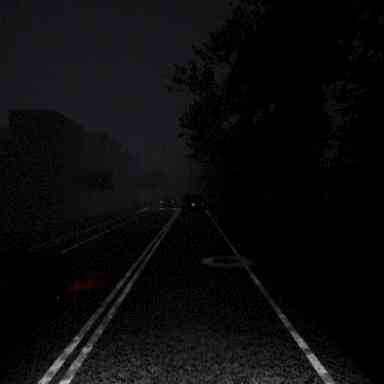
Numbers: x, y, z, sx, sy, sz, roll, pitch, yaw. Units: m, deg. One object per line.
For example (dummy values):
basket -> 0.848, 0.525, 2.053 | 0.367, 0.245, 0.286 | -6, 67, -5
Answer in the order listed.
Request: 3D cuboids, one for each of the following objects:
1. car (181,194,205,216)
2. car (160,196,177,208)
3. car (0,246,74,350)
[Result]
car -> 0.123, 1.215, 32.432 | 2.150, 2.045, 5.566 | 0, 0, 0
car -> -3.294, 1.333, 46.364 | 2.097, 1.767, 4.553 | 0, 0, 0
car -> -3.350, 1.548, 4.604 | 2.033, 1.411, 5.357 | 0, 0, 0
